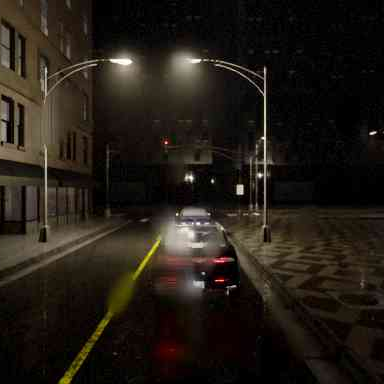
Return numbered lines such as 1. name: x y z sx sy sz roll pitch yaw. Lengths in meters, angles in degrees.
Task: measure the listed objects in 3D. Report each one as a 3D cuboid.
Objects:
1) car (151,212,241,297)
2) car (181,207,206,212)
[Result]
1. car: 0.085 1.492 8.532 2.128 1.511 4.902 0 0 0
2. car: 0.088 1.548 18.644 2.033 1.411 5.357 0 0 -2
